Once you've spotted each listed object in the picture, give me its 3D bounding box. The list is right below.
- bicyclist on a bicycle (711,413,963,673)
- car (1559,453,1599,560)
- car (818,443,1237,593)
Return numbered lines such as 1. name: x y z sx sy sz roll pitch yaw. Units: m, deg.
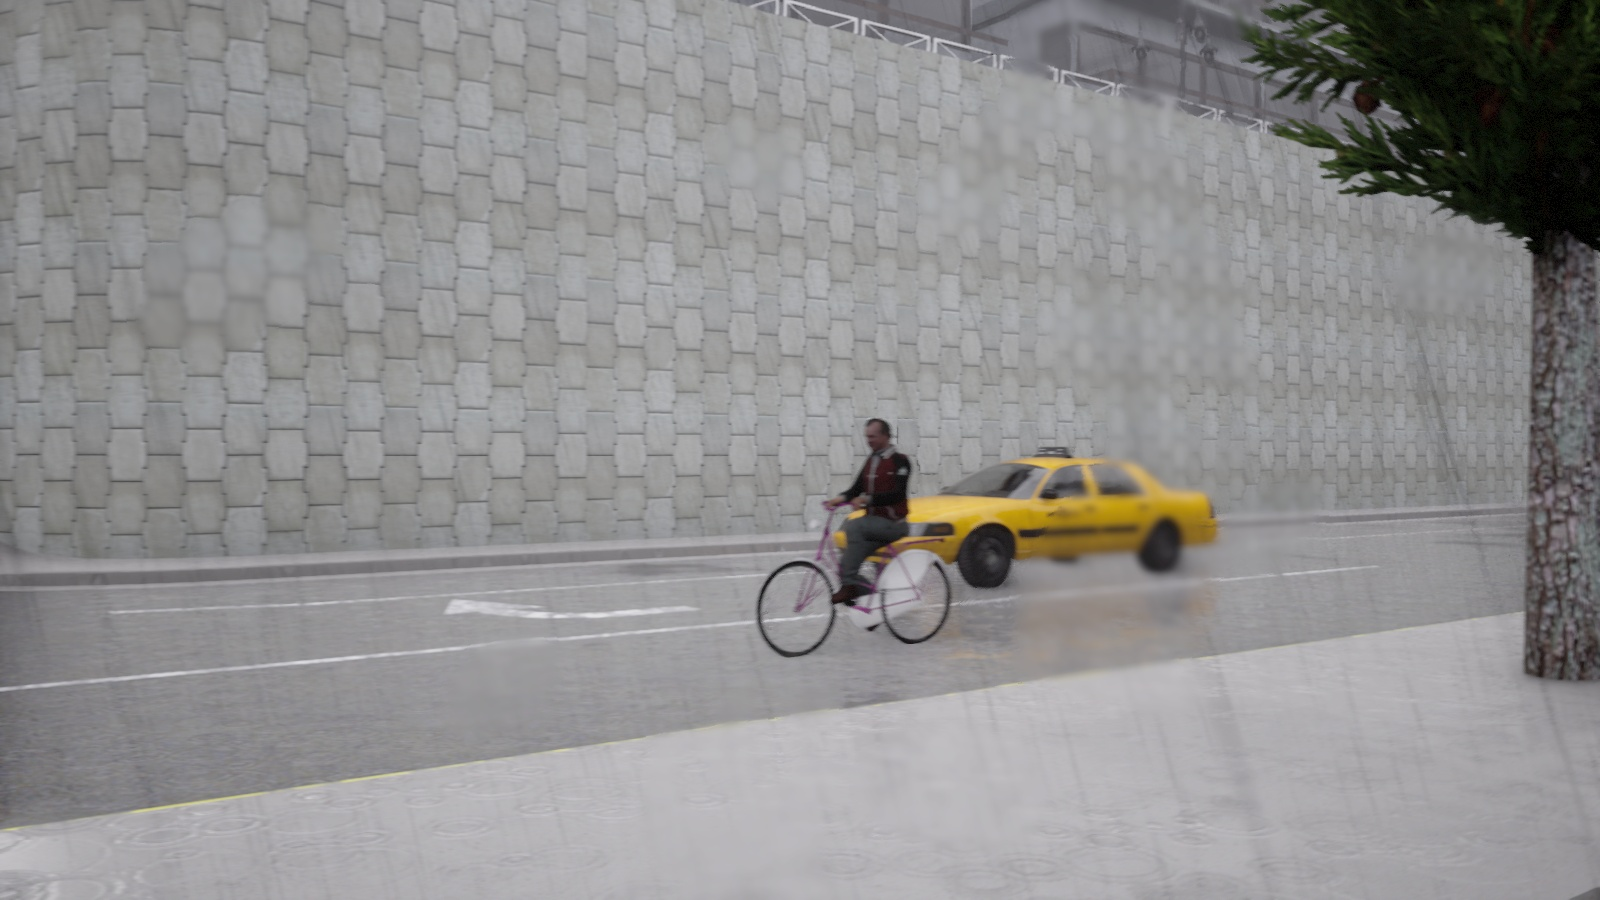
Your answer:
1. bicyclist on a bicycle: 0.304 0.638 9.354 1.843 1.776 0.659 0 0 -35
2. car: 12.943 0.776 18.150 4.193 1.474 1.816 0 0 -35
3. car: 2.925 0.715 15.442 5.366 1.575 1.801 0 0 -35
